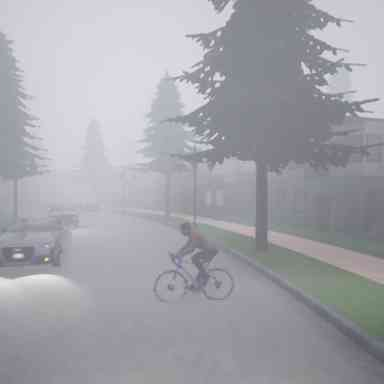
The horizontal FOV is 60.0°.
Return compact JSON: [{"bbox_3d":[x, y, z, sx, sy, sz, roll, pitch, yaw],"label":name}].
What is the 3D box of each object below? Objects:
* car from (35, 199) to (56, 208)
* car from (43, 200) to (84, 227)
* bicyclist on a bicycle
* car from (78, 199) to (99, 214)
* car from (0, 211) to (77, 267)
[{"bbox_3d":[-19.085,1.579,44.034,4.718,1.301,1.895,0,0,45],"label":"car"},{"bbox_3d":[-8.705,1.537,22.411,2.033,1.411,5.357,0,0,-22],"label":"car"},{"bbox_3d":[0.044,1.440,6.751,1.656,1.620,0.582,-1,0,-8],"label":"bicyclist on a bicycle"},{"bbox_3d":[-11.123,1.461,34.401,1.882,1.535,5.008,0,0,-33],"label":"car"},{"bbox_3d":[-5.183,1.559,11.006,1.994,1.385,4.181,0,0,-13],"label":"car"}]
